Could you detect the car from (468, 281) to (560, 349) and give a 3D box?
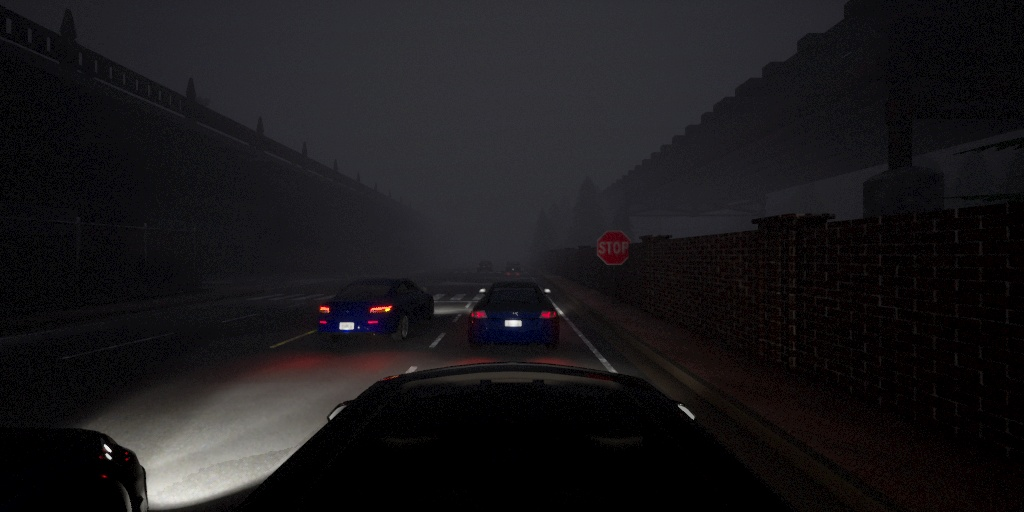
[{"bbox_3d":[0.070,1.314,9.169,1.994,1.385,4.181,0,0,1],"label":"car"}]

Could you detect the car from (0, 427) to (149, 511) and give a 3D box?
[{"bbox_3d":[-3.398,1.314,0.595,1.994,1.385,4.181,0,0,0],"label":"car"}]

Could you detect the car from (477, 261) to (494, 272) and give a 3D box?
[{"bbox_3d":[-3.391,1.297,45.828,2.033,1.411,5.357,0,0,-1],"label":"car"}]

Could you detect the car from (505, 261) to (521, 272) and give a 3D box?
[{"bbox_3d":[0.104,1.351,45.987,1.895,1.301,4.718,0,0,-1],"label":"car"}]

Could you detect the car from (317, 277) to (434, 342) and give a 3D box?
[{"bbox_3d":[-3.411,1.276,9.691,1.812,1.442,4.674,0,0,0],"label":"car"}]
